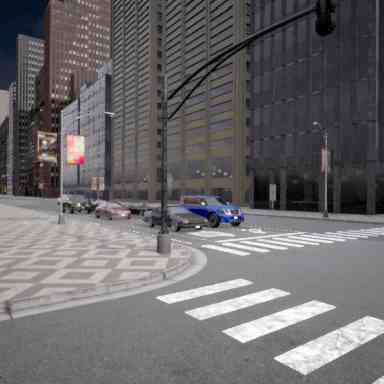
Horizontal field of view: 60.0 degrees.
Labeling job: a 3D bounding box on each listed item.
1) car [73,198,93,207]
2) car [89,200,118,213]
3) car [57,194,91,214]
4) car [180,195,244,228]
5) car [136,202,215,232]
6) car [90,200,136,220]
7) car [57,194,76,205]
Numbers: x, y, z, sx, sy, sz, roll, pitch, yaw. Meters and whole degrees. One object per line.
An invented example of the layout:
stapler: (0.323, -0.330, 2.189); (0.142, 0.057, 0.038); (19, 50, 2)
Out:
car: (-18.673, 1.733, 56.739); (1.837, 1.490, 4.892); (1, -1, -36)
car: (-10.604, 1.652, 39.520); (1.812, 1.442, 4.674); (1, -1, -35)
car: (-13.117, 1.323, 37.452); (2.150, 2.045, 5.566); (1, -1, -36)
car: (1.120, 1.268, 23.073); (2.150, 2.045, 5.566); (1, -1, -36)
car: (-1.209, 1.568, 20.752); (2.033, 1.411, 5.357); (1, -1, -35)
car: (-6.900, 1.584, 28.723); (1.812, 1.442, 4.674); (1, -1, -35)
car: (-24.719, 1.489, 65.204); (2.150, 2.045, 5.566); (1, -1, -36)
